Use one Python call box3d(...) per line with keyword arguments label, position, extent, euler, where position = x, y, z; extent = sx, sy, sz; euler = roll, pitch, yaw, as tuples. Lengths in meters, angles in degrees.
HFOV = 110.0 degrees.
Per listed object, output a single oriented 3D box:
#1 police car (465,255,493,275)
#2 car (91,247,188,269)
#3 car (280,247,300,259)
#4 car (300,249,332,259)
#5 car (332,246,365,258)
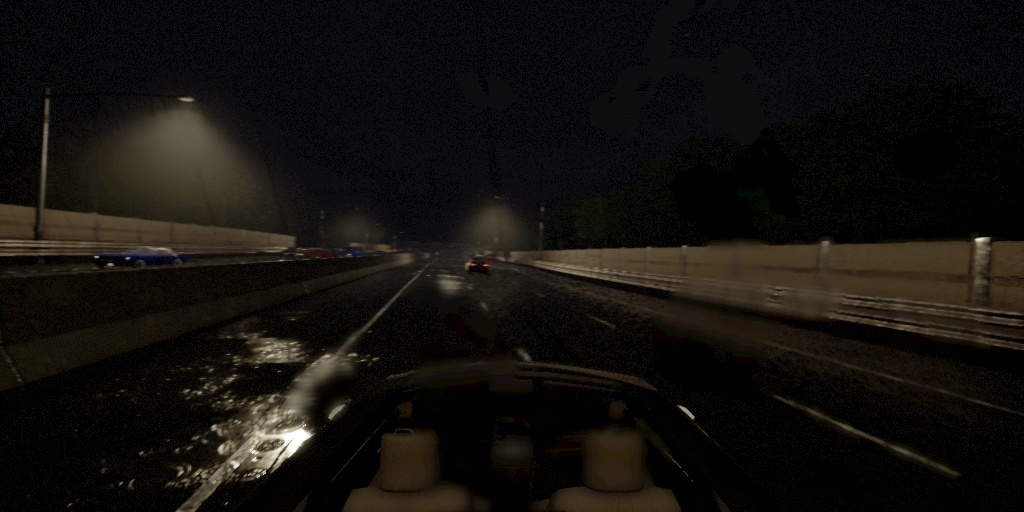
box3d(label="police car", position=(-3.566, 1.005, 35.896), extent=(2.038, 1.542, 4.974), euler=(3, 0, -11))
box3d(label="car", position=(-22.205, 0.137, 21.671), extent=(1.895, 1.301, 4.718), euler=(3, 0, -11))
box3d(label="car", position=(-30.506, -0.456, 49.887), extent=(2.128, 1.511, 4.902), euler=(3, 0, -14))
box3d(label="car", position=(-22.648, -0.046, 42.244), extent=(1.882, 1.535, 5.008), euler=(3, 0, -10))
box3d(label="car", position=(-19.197, -0.121, 42.863), extent=(2.150, 2.045, 5.566), euler=(3, 0, -10))
